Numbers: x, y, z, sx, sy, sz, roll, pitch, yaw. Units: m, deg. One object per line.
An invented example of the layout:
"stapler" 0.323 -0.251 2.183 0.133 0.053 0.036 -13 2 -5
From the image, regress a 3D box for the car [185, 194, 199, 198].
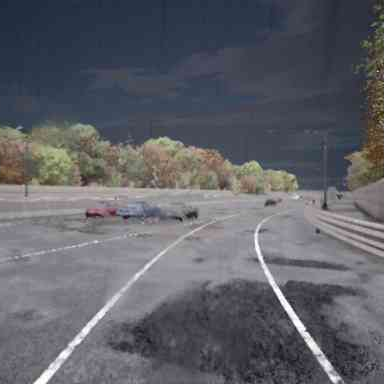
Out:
"car" 1.020 1.416 79.526 2.150 2.045 5.566 0 0 25

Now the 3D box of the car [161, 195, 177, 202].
"car" -5.610 1.524 81.878 2.097 1.767 4.553 0 0 25

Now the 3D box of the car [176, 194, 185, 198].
"car" -2.323 1.404 80.641 2.150 2.045 5.566 0 0 25

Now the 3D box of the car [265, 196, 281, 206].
"car" 14.088 1.676 57.996 1.837 1.490 4.892 0 0 25

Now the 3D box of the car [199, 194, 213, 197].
"car" 4.079 1.676 77.808 1.882 1.535 5.008 0 0 25

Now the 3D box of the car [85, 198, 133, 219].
"car" -7.315 1.525 28.930 1.994 1.385 4.181 0 0 25

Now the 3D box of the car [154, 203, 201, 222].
"car" -0.857 1.553 26.187 1.994 1.385 4.181 0 0 25

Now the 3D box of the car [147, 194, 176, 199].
"car" -5.843 1.325 64.970 2.150 2.045 5.566 0 0 25

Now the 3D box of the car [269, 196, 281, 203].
"car" 19.419 1.746 77.518 1.882 1.535 5.008 0 0 25

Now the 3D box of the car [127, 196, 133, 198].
"car" -12.374 1.608 67.525 1.812 1.442 4.674 0 0 25

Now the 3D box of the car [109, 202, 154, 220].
"car" -4.095 1.522 27.554 2.033 1.411 5.357 0 0 25

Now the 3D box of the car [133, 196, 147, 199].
"car" -9.029 1.594 66.419 1.837 1.490 4.892 0 0 25
